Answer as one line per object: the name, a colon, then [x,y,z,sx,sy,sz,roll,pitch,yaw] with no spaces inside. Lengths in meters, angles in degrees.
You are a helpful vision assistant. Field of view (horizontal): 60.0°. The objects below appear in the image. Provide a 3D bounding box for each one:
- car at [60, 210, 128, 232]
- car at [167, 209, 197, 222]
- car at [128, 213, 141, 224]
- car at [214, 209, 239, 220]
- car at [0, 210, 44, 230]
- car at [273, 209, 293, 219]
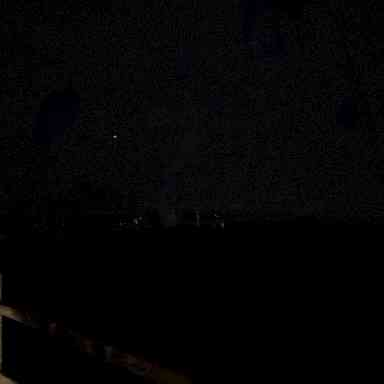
car: [-7.673,2.204,25.607,2.128,1.511,4.902,0,-2,36]
car: [-1.036,2.836,39.953,2.128,1.511,4.902,0,-2,36]
car: [-6.993,2.418,31.631,2.128,1.511,4.902,0,-2,35]
car: [5.046,3.286,48.403,1.837,1.490,4.892,0,-3,36]
car: [-12.887,2.025,23.207,1.837,1.490,4.892,0,-3,33]
car: [16.230,3.783,59.062,2.097,1.767,4.553,0,-2,38]
